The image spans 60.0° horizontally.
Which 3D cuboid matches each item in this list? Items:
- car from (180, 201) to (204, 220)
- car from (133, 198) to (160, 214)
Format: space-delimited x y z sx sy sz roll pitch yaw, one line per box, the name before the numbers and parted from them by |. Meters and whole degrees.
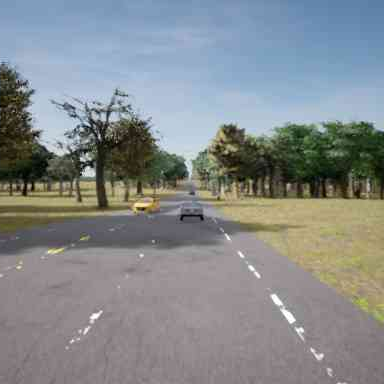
car | -0.008 1.486 27.768 2.033 1.411 5.357 0 0 0
car | -4.694 1.388 34.807 1.882 1.535 5.008 0 0 7
